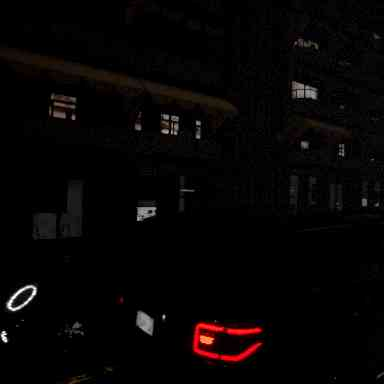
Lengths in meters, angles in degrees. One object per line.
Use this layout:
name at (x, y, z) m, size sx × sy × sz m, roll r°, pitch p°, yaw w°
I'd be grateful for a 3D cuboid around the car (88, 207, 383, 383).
car at (1.774, 1.223, 4.421) m, size 5.566 × 2.045 × 2.150 m, roll 0°, pitch 0°, yaw -35°

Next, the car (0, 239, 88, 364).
car at (-1.113, 1.353, 5.988) m, size 4.553 × 1.767 × 2.097 m, roll 0°, pitch 0°, yaw -36°
